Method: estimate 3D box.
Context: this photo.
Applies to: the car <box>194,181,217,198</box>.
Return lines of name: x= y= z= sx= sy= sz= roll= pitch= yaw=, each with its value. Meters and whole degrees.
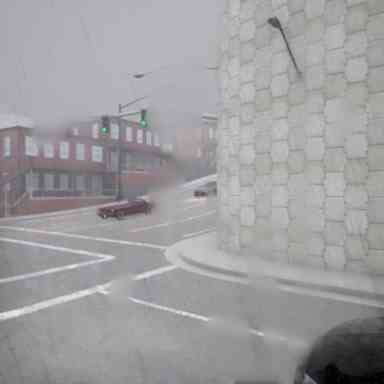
car: x=1.914 y=-0.348 z=34.379 sx=1.994 sy=1.385 sz=4.181 roll=0 pitch=10 yaw=35

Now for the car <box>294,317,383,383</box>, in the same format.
car: x=3.058 y=1.492 z=1.782 sx=4.902 sy=1.511 sz=2.128 roll=0 pitch=0 yaw=36

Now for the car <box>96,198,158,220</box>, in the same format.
car: x=-4.799 y=1.186 z=24.910 sx=1.895 sy=1.301 sz=4.718 roll=0 pitch=5 yaw=35
